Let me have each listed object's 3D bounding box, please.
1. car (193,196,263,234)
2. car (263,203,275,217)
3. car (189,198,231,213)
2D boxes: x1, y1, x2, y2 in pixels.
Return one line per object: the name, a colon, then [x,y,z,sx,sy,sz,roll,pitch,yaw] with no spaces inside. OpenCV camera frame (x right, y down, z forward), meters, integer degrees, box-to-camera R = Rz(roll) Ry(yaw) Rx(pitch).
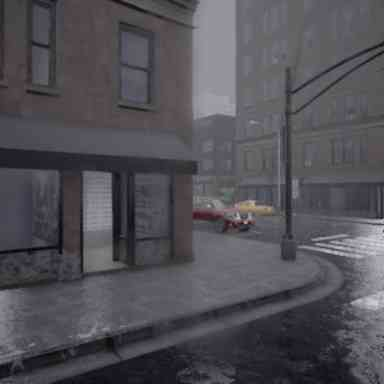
car: [1.239,1.190,18.840,2.192,1.841,5.009,1,0,-36]
car: [4.804,1.311,28.420,1.752,1.417,4.829,1,0,-36]
car: [1.676,1.292,32.714,1.802,1.307,4.206,1,0,-36]
